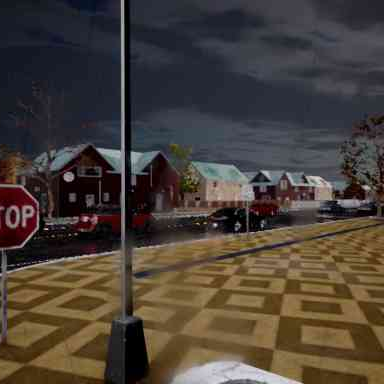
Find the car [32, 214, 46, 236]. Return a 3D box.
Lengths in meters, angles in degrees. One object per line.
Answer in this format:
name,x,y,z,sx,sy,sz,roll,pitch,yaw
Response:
car,-10.268,1.629,17.356,1.837,1.490,4.892,-1,-1,43

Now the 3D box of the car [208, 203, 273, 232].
car,3.047,1.720,21.690,1.837,1.490,4.892,-1,-1,43

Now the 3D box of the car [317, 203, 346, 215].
car,17.620,2.109,41.845,2.033,1.411,5.357,-1,-1,43

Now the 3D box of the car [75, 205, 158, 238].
car,-4.105,1.509,18.855,2.097,1.767,4.553,-1,-1,43

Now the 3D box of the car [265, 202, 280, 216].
car,7.143,1.913,35.766,1.882,1.535,5.008,-1,-1,43

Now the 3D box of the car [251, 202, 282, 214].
car,9.676,2.083,43.141,1.812,1.442,4.674,-1,-1,44

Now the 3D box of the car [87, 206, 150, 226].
car,-5.801,1.872,26.812,1.895,1.301,4.718,-1,-1,43

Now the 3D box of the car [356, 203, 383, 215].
car,22.720,2.136,42.504,2.033,1.411,5.357,-1,-1,43
